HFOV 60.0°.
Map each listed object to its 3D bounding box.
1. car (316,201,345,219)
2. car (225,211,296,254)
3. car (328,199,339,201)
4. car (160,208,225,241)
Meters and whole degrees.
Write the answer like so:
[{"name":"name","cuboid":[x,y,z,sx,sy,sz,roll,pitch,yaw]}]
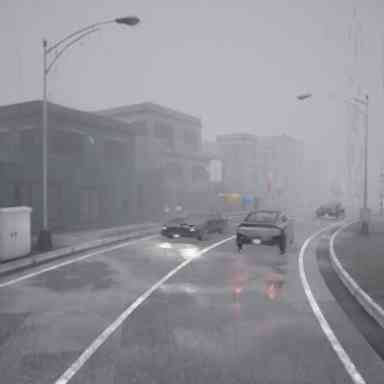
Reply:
[{"name":"car","cuboid":[13.460,1.804,32.114,1.895,1.301,4.718,1,0,33]},{"name":"car","cuboid":[3.198,1.542,13.991,2.128,1.511,4.902,1,0,22]},{"name":"car","cuboid":[21.859,1.853,51.498,2.033,1.411,5.357,1,0,34]},{"name":"car","cuboid":[0.378,1.548,17.032,2.033,1.411,5.357,1,0,23]}]
